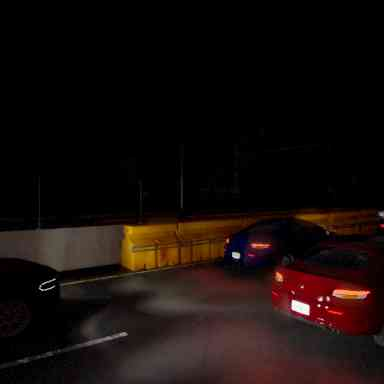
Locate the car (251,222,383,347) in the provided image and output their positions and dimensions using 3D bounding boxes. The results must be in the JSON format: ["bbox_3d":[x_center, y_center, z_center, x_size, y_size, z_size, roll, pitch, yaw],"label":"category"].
[{"bbox_3d":[3.451,1.526,6.217,4.674,1.442,1.812,0,0,-36],"label":"car"}]

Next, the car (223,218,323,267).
[{"bbox_3d":[3.052,1.526,10.226,4.674,1.442,1.812,0,0,-35],"label":"car"}]

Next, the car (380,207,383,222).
[{"bbox_3d":[10.853,1.547,15.784,5.357,1.411,2.033,0,0,-36],"label":"car"}]

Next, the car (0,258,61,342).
[{"bbox_3d":[-4.560,1.478,4.792,5.008,1.535,1.882,0,0,-35],"label":"car"}]

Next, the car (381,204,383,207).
[{"bbox_3d":[23.462,1.601,37.945,4.718,1.301,1.895,0,0,-36],"label":"car"}]
